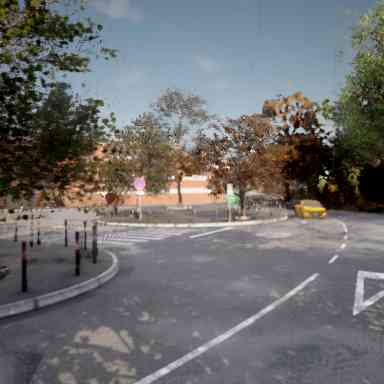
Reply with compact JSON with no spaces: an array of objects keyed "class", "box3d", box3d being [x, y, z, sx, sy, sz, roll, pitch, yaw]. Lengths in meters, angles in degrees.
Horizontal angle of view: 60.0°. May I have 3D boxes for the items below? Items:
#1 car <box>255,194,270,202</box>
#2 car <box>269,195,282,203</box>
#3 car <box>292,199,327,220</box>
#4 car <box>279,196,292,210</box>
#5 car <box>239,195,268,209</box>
[{"class":"car","box3d":[16.258,1.644,85.640,5.566,2.045,2.435,-1,0,30]},{"class":"car","box3d":[20.038,1.919,76.817,1.895,1.301,4.718,-1,0,30]},{"class":"car","box3d":[10.012,1.450,28.246,1.882,1.535,5.008,0,0,9]},{"class":"car","box3d":[13.101,1.557,41.208,2.033,1.411,5.357,-1,0,-8]},{"class":"car","box3d":[8.742,1.621,47.634,1.837,1.490,4.892,-1,-1,-8]}]
